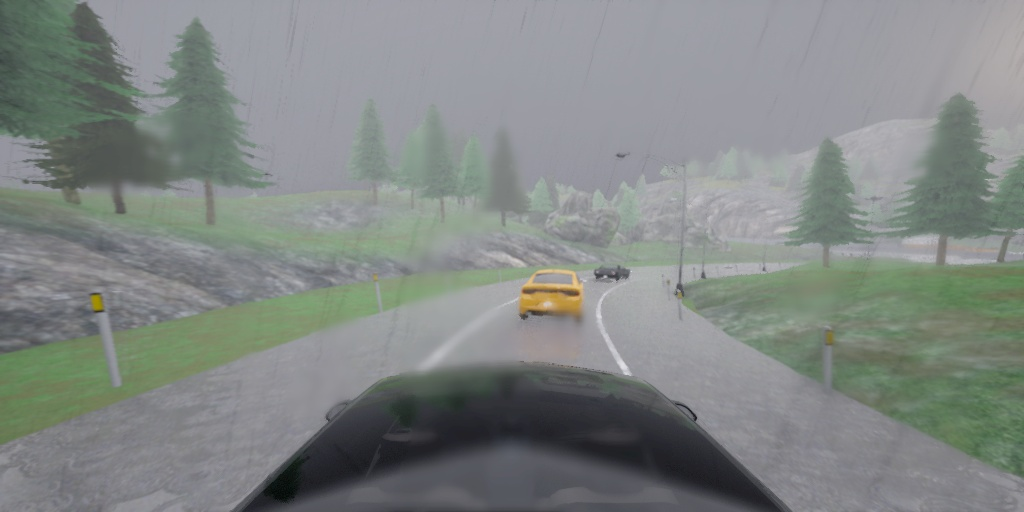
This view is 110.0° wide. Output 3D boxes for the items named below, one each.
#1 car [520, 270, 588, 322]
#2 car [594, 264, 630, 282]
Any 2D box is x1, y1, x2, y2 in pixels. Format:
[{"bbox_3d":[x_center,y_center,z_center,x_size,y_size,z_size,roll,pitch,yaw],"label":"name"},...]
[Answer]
[{"bbox_3d":[1.540,1.205,12.409,1.882,1.535,5.008,1,0,12],"label":"car"},{"bbox_3d":[8.377,1.300,29.589,1.895,1.301,4.718,4,2,31],"label":"car"}]
